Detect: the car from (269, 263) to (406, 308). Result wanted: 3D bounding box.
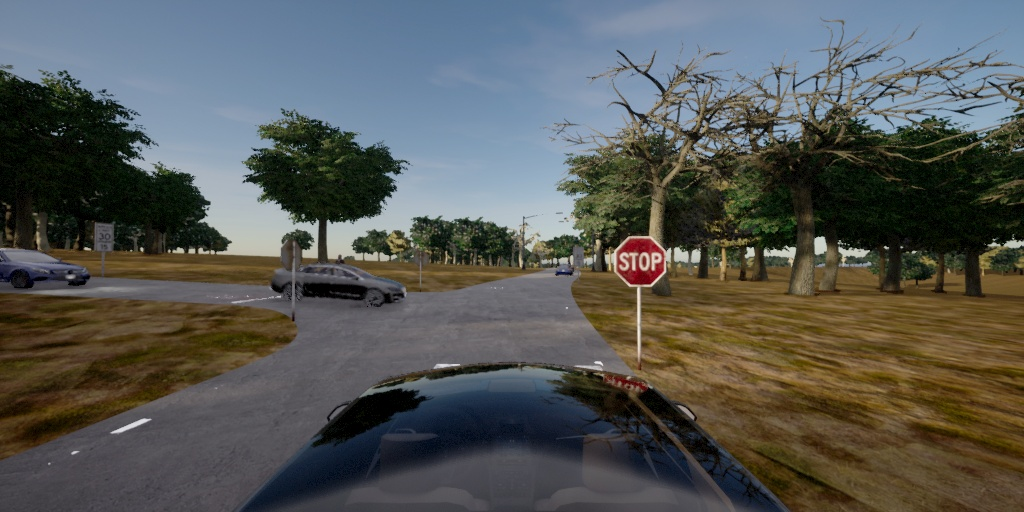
[{"bbox_3d":[-6.744,1.085,14.222,4.902,1.511,2.128,5,-1,-8],"label":"car"}]

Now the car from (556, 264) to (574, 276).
[{"bbox_3d":[6.708,1.768,45.606,1.994,1.385,4.181,0,-1,12],"label":"car"}]

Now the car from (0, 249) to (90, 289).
[{"bbox_3d":[-19.739,0.461,14.280,4.674,1.442,1.812,2,-1,3],"label":"car"}]

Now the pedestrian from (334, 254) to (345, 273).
[{"bbox_3d":[-9.704,0.798,20.098,0.375,1.860,0.375,0,-4,3],"label":"pedestrian"}]
